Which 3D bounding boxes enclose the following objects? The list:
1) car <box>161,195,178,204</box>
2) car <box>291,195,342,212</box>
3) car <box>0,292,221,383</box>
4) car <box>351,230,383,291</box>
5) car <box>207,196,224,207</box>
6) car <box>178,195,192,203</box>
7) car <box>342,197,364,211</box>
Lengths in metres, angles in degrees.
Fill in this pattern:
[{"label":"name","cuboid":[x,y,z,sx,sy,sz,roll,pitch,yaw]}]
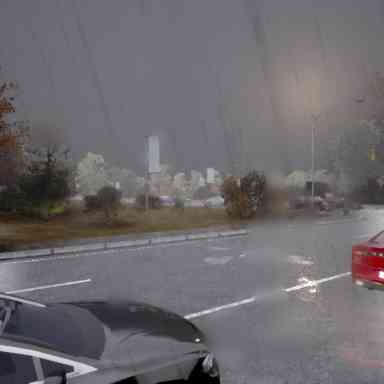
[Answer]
[{"label":"car","cuboid":[-4.964,1.324,57.242,1.812,1.442,4.674,-1,0,-38]},{"label":"car","cuboid":[12.744,1.138,34.872,2.097,1.767,4.553,-1,0,-35]},{"label":"car","cuboid":[-1.961,1.492,2.332,4.902,1.511,2.128,0,0,-35]},{"label":"car","cuboid":[5.757,1.445,7.845,5.008,1.535,1.882,0,0,-35]},{"label":"car","cuboid":[3.959,1.317,46.037,1.812,1.442,4.674,-1,0,-39]},{"label":"car","cuboid":[-2.022,1.260,59.154,2.128,1.511,4.902,-1,0,-38]},{"label":"car","cuboid":[16.195,1.279,36.362,1.812,1.442,4.674,-1,0,-39]}]
